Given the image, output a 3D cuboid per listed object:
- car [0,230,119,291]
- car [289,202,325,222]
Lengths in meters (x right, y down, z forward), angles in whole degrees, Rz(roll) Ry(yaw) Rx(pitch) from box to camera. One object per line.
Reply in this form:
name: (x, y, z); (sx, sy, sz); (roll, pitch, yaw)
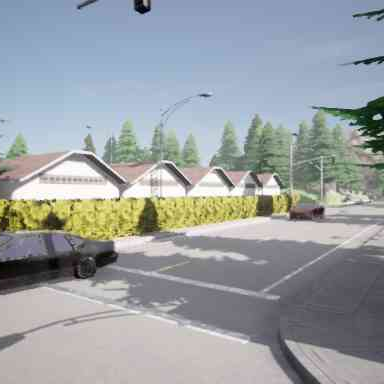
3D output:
car: (-4.386, 1.716, 8.592); (2.033, 1.411, 5.357); (-1, -2, 36)
car: (9.918, 1.630, 28.488); (1.882, 1.535, 5.008); (0, 1, 36)
